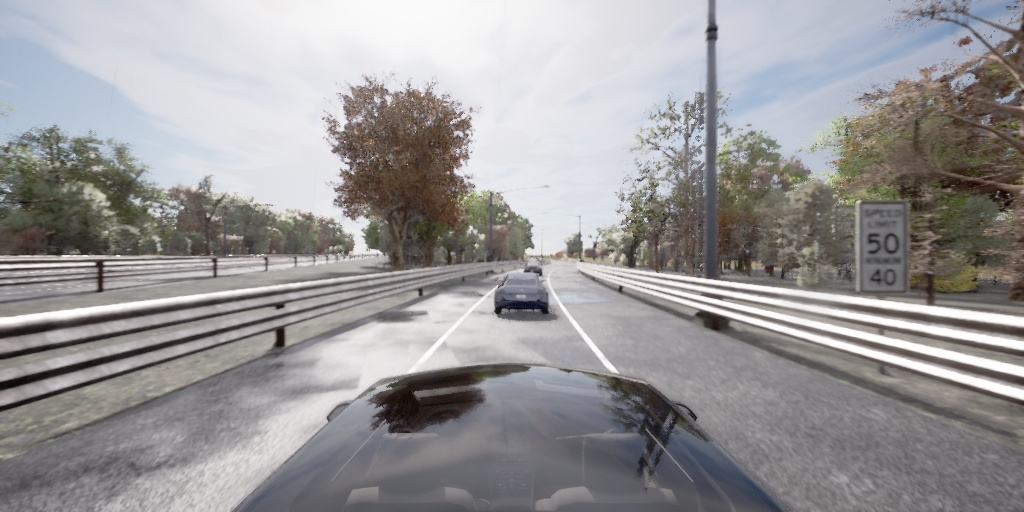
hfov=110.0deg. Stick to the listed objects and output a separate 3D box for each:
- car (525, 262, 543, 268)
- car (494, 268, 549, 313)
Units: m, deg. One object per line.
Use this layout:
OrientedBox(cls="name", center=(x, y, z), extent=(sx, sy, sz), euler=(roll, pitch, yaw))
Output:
OrientedBox(cls="car", center=(2.349, 1.377, 38.764), extent=(1.812, 1.442, 4.674), euler=(0, 0, 7))
OrientedBox(cls="car", center=(0.394, 1.347, 14.182), extent=(1.994, 1.385, 4.181), euler=(0, 0, 2))
